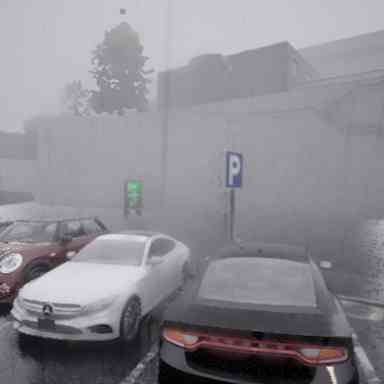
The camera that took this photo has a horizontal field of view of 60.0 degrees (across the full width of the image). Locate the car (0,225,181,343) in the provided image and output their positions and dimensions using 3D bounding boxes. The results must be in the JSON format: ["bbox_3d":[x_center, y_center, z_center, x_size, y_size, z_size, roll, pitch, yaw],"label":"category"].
[{"bbox_3d":[-1.358,1.567,6.765,2.002,1.452,4.674,0,-1,15],"label":"car"}]

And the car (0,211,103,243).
[{"bbox_3d":[-3.794,1.423,8.536,2.185,1.767,4.553,0,-1,15],"label":"car"}]

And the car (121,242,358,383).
[{"bbox_3d":[1.081,1.503,5.017,2.097,1.535,5.008,0,-1,15],"label":"car"}]
